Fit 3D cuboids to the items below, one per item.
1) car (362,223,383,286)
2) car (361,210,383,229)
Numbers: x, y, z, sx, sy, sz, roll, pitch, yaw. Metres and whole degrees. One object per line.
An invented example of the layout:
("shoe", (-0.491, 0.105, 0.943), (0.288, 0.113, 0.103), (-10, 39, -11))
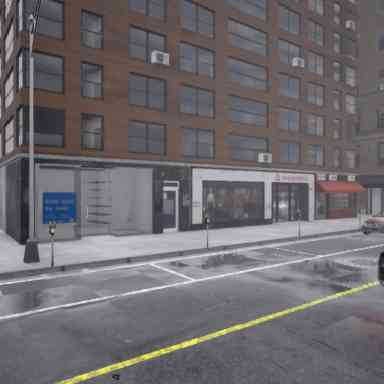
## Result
("car", (6.163, 1.505, 7.677), (4.892, 1.490, 1.837), (0, 0, -35))
("car", (10.616, 1.582, 17.470), (4.206, 1.307, 1.802), (0, 0, -35))
